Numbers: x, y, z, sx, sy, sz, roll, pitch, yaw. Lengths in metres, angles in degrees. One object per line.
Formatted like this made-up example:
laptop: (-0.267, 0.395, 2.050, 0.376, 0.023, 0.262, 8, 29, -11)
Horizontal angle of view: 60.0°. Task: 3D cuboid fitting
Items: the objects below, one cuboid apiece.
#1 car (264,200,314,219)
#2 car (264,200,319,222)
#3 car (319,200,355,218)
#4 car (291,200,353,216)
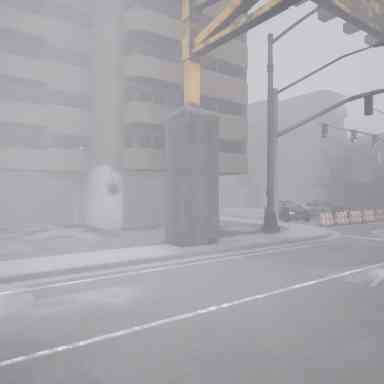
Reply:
car: (7.429, 1.295, 26.020, 1.853, 1.218, 4.536, 0, 0, -11)
car: (7.439, 1.453, 25.969, 2.038, 1.542, 4.974, 0, 0, -11)
car: (11.006, 1.453, 28.134, 4.974, 1.542, 2.038, 0, 0, 34)
car: (10.962, 1.295, 28.162, 4.536, 1.218, 1.853, 0, 0, 34)
